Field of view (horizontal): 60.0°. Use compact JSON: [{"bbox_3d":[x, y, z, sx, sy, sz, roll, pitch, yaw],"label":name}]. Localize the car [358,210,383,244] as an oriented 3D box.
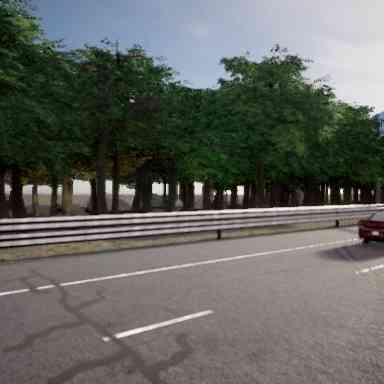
[{"bbox_3d":[9.328,1.502,14.694,5.008,1.535,1.882,0,0,-35],"label":"car"}]
